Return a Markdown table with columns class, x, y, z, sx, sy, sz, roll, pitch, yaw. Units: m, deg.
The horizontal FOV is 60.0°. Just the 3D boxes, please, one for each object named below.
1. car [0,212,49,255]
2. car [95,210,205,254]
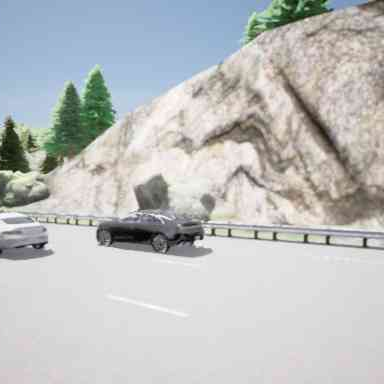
| class | x | y | z | sx | sy | sz | roll | pitch | yaw |
| --- | --- | --- | --- | --- | --- | --- | --- | --- | --- |
| car | -7.509 | 1.527 | 12.971 | 4.674 | 1.442 | 1.812 | 0 | 0 | 33 |
| car | -1.824 | 1.479 | 13.479 | 4.902 | 1.511 | 2.128 | 0 | 0 | 33 |
